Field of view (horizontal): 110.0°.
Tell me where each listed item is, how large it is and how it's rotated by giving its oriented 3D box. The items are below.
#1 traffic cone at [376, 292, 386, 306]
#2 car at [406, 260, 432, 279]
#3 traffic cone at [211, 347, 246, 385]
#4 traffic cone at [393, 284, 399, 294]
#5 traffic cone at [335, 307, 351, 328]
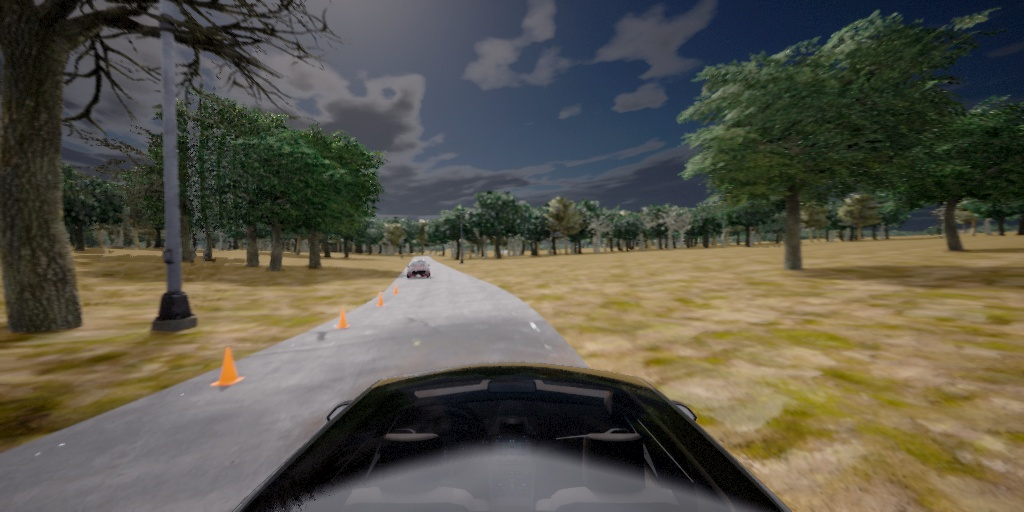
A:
[{"bbox_3d":[-5.757,1.874,15.756,0.340,0.580,0.340,0,0,-9],"label":"traffic cone"},{"bbox_3d":[-9.163,1.232,35.266,2.097,1.767,4.553,-2,1,-15],"label":"car"},{"bbox_3d":[-4.823,1.850,6.112,0.340,0.580,0.340,0,0,-2],"label":"traffic cone"},{"bbox_3d":[-6.632,1.869,20.522,0.340,0.580,0.340,0,0,-12],"label":"traffic cone"},{"bbox_3d":[-5.153,1.867,10.946,0.340,0.580,0.340,0,0,-6],"label":"traffic cone"}]
